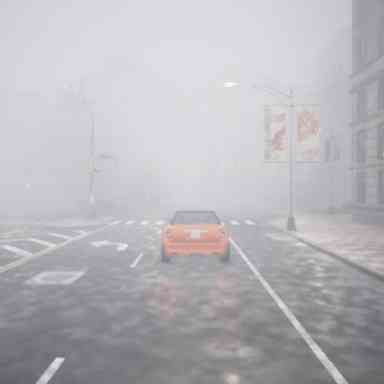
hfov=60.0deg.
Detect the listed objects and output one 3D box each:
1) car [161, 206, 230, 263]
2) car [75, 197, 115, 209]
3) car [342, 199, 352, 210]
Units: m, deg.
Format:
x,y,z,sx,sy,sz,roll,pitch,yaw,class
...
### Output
x,y,z,sx,sy,sz,roll,pitch,yaw,class
0.102,1.278,11.871,2.097,1.767,4.553,0,0,0,car
-12.081,1.293,41.472,5.357,1.411,2.033,0,0,31,car
18.711,1.338,36.495,4.181,1.385,1.994,0,0,0,car
